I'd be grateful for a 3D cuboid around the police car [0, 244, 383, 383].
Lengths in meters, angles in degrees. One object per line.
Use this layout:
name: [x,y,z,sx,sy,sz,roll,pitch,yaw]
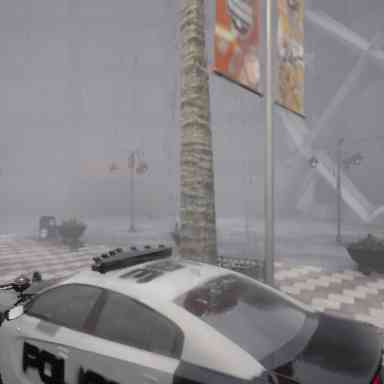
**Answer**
police car: [-0.762,1.458,3.750,5.238,1.638,1.930,0,-1,34]
